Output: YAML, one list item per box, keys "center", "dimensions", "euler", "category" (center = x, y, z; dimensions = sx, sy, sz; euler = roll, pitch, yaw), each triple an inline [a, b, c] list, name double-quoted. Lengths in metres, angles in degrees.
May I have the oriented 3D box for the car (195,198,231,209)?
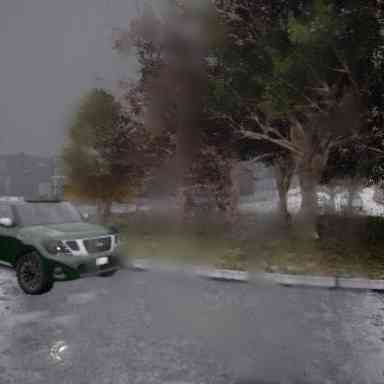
- center: [3.186, 1.568, 44.009]
  dimensions: [4.892, 1.490, 1.837]
  euler: [1, 0, -11]
  category: "car"

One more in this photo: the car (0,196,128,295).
- center: [-4.216, 1.146, 8.829]
  dimensions: [5.566, 2.045, 2.150]
  euler: [0, 0, 35]
  category: "car"

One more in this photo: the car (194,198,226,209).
- center: [2.555, 1.625, 47.193]
  dimensions: [4.181, 1.385, 1.994]
  euler: [1, 0, -11]
  category: "car"

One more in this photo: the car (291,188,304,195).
- center: [27.348, -0.221, 86.053]
  dimensions: [1.946, 1.575, 5.366]
  euler: [0, 3, 29]
  category: "car"

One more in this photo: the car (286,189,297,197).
- center: [21.951, 0.379, 76.432]
  dimensions: [1.946, 1.575, 5.366]
  euler: [0, 3, 29]
  category: "car"

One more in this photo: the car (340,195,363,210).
- center: [22.460, 1.372, 46.846]
  dimensions: [2.150, 2.045, 5.566]
  euler: [0, 1, 15]
  category: "car"

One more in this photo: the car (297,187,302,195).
- center: [24.653, 0.078, 81.239]
  dimensions: [1.946, 1.575, 5.366]
  euler: [0, 3, 29]
  category: "car"
